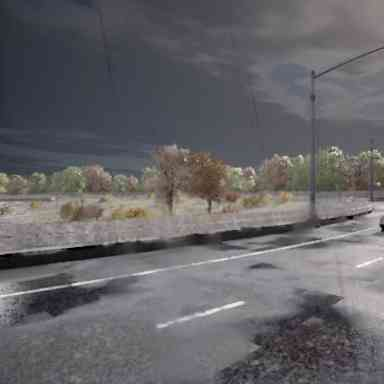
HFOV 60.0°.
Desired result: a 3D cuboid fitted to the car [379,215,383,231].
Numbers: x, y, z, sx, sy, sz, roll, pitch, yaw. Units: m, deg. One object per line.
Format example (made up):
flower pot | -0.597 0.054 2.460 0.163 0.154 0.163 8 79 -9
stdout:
car | 12.988 1.666 20.379 2.033 1.411 5.357 0 0 42
